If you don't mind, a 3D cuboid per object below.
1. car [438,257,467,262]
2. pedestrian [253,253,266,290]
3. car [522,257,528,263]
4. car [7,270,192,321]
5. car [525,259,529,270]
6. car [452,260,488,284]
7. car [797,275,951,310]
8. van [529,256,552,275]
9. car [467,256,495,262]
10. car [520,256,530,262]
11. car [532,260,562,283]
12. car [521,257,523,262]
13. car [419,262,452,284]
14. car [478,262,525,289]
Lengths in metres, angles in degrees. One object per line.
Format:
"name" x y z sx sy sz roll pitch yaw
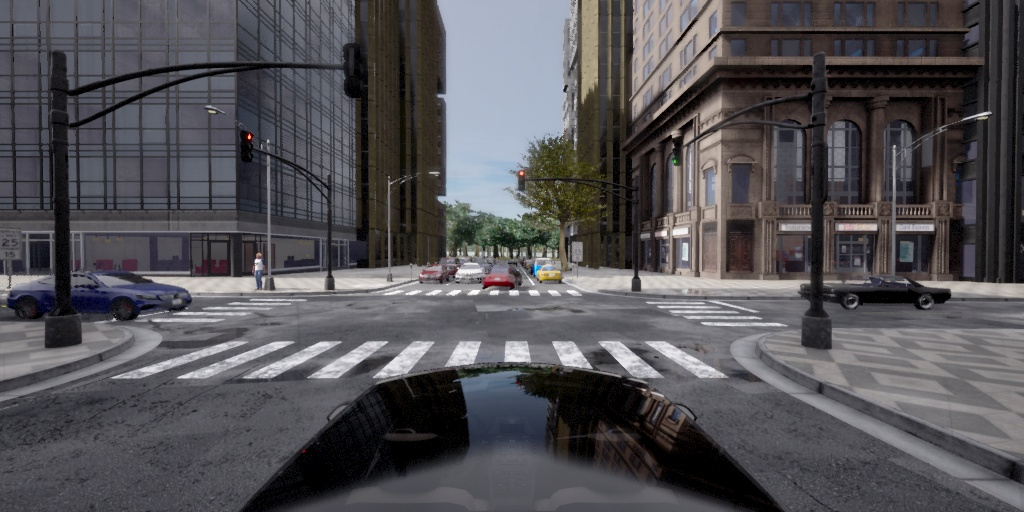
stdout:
"car" -5.758 1.035 32.618 2.192 1.841 5.009 0 0 0
"pedestrian" -12.520 0.742 17.767 0.375 1.860 0.375 0 0 0
"car" 2.770 1.210 49.834 1.751 1.417 4.829 0 0 0
"car" -13.117 1.193 11.534 4.674 1.442 1.812 1 1 0
"car" 2.768 1.276 38.305 1.948 1.339 4.313 0 0 0
"car" -3.093 1.255 27.180 1.812 1.442 4.674 0 0 0
"car" 14.712 1.444 14.787 4.718 1.301 1.895 0 1 0
"van" 2.767 1.061 32.625 1.690 1.789 3.998 0 0 0
"car" -3.093 1.067 36.060 2.097 1.767 4.553 0 0 0
"car" 2.771 1.204 61.022 2.007 1.370 4.403 0 0 0
"car" 2.766 1.255 27.115 1.751 1.417 4.829 0 0 0
"car" 2.770 1.215 55.343 1.888 1.381 4.507 0 0 0
"car" -5.759 1.312 26.937 1.802 1.307 4.207 0 0 0
"car" -0.548 1.300 22.784 1.994 1.385 4.181 0 0 8
